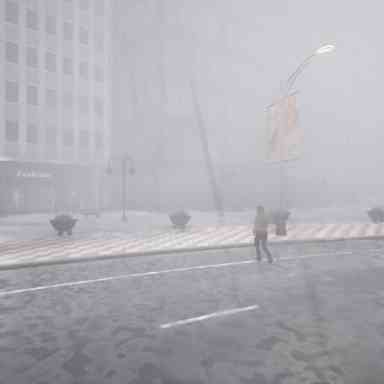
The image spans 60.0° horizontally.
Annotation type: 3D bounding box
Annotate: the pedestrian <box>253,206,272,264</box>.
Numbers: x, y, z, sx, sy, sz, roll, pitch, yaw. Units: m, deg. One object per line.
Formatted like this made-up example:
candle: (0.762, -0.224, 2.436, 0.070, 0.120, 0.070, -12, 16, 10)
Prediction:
pedestrian: (2.200, 1.293, 10.586, 0.375, 1.860, 0.375, 0, 0, -24)
